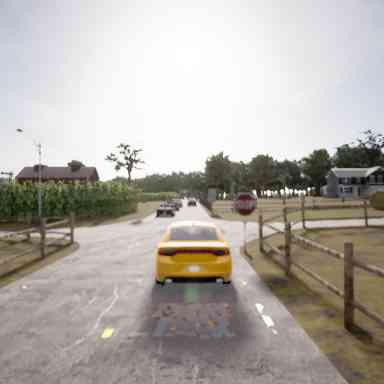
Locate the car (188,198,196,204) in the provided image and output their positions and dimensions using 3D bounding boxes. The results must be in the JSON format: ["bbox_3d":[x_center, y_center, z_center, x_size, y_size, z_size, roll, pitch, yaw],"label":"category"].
[{"bbox_3d":[-0.020,2.112,79.276,1.882,1.535,5.008,0,-1,0],"label":"car"}]

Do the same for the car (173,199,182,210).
[{"bbox_3d":[-2.852,2.103,49.159,1.895,1.301,4.718,0,-1,0],"label":"car"}]

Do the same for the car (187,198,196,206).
[{"bbox_3d":[-0.020,2.195,68.844,1.837,1.490,4.892,0,-1,0],"label":"car"}]

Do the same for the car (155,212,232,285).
[{"bbox_3d":[0.022,1.590,9.884,1.882,1.535,5.008,0,-1,-1],"label":"car"}]

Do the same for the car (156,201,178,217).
[{"bbox_3d":[-2.865,1.984,36.961,1.895,1.301,4.718,0,-1,0],"label":"car"}]
